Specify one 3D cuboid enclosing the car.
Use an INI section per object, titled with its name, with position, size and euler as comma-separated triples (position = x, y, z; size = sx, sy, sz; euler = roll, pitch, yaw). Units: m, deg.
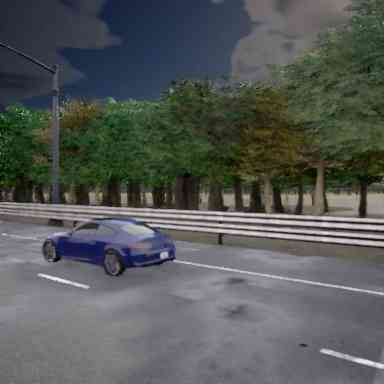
[car]
position = -2.611, 1.499, 10.139
size = 4.674, 1.442, 1.812
euler = 0, 0, 35
